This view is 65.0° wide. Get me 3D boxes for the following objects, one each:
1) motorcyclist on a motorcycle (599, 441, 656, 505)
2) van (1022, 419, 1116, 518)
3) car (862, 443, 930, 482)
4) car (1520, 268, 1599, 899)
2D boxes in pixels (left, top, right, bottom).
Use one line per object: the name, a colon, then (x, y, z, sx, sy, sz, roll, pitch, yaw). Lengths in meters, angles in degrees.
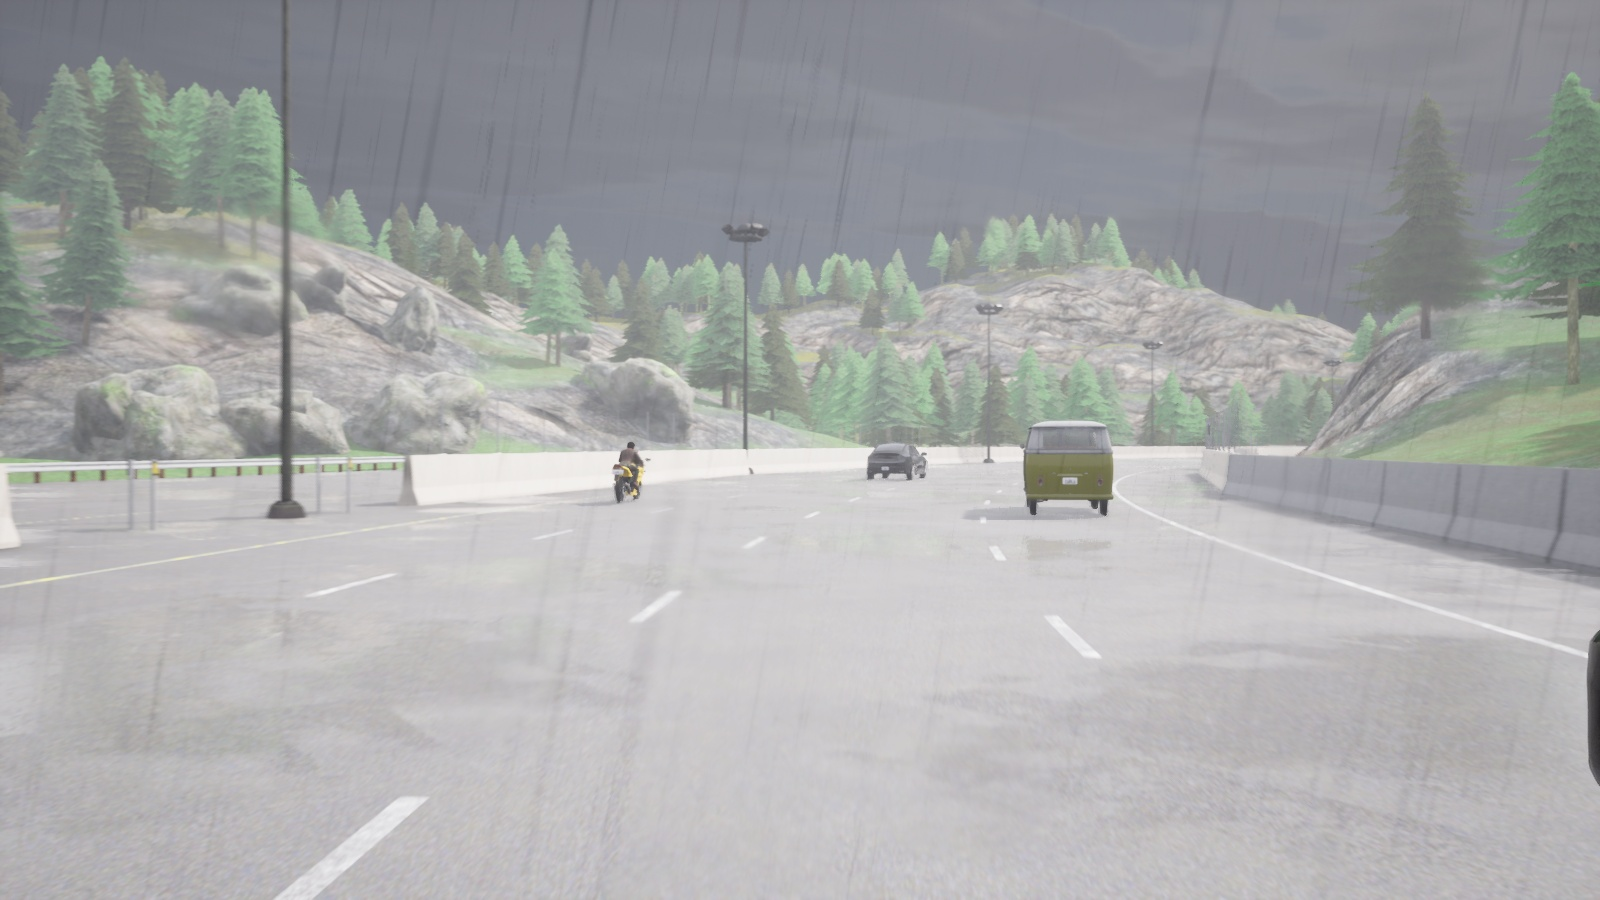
motorcyclist on a motorcycle: (-4.265, 0.542, 31.232, 0.797, 1.523, 2.044, 1, 0, 10)
van: (5.816, 0.362, 27.581, 1.775, 1.987, 4.442, 0, 0, 9)
car: (4.017, 0.475, 51.592, 1.837, 1.490, 4.892, 0, 0, 16)
car: (3.529, 0.467, 1.554, 2.150, 2.045, 5.566, 0, 0, 1)
